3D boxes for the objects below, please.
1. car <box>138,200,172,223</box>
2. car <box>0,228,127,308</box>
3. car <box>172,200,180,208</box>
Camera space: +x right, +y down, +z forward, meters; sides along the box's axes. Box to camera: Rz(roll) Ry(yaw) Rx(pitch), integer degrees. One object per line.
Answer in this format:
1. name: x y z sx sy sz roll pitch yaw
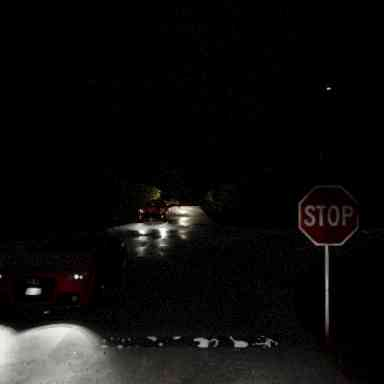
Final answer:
1. car: -2.981 1.425 26.345 2.097 1.767 4.553 0 -1 -1
2. car: -2.816 1.573 7.870 1.994 1.385 4.181 0 0 -1
3. car: -3.288 2.115 60.813 1.882 1.535 5.008 0 -1 -1
